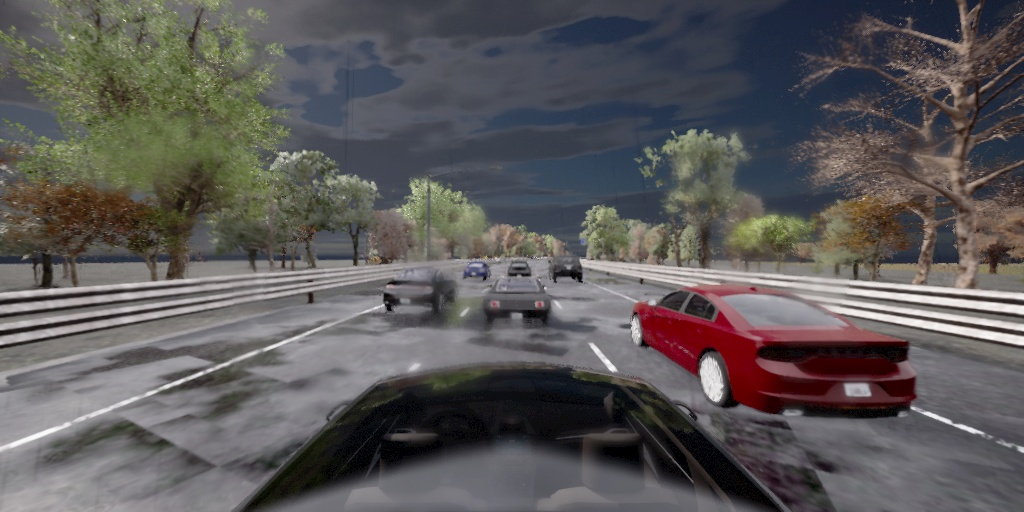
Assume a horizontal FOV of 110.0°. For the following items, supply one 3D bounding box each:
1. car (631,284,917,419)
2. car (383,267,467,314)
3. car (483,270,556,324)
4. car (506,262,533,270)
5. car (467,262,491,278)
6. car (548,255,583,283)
[{"bbox_3d":[3.603,1.219,6.176,1.882,1.535,5.008,0,0,1],"label":"car"},{"bbox_3d":[-3.266,1.191,13.589,2.128,1.511,4.902,2,0,1],"label":"car"},{"bbox_3d":[0.183,1.328,11.895,1.895,1.301,4.718,0,0,1],"label":"car"},{"bbox_3d":[0.615,1.204,28.835,1.837,1.490,4.892,0,0,2],"label":"car"},{"bbox_3d":[-2.841,1.195,29.794,1.812,1.442,4.674,2,0,2],"label":"car"},{"bbox_3d":[4.077,0.923,27.783,2.150,2.045,5.566,0,0,2],"label":"car"}]
